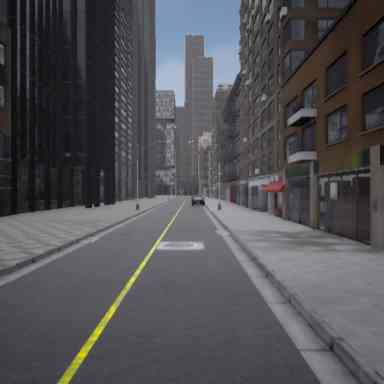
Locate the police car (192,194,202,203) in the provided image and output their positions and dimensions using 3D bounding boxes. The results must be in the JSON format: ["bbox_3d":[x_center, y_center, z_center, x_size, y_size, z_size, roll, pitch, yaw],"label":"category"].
[{"bbox_3d":[0.900,1.311,65.593,1.930,1.638,5.238,0,0,0],"label":"police car"}]

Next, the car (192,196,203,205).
[{"bbox_3d":[0.900,1.422,59.483,1.837,1.490,4.892,0,0,0],"label":"car"}]

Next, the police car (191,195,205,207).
[{"bbox_3d":[0.900,1.325,49.593,1.930,1.638,5.238,0,0,0],"label":"police car"}]
